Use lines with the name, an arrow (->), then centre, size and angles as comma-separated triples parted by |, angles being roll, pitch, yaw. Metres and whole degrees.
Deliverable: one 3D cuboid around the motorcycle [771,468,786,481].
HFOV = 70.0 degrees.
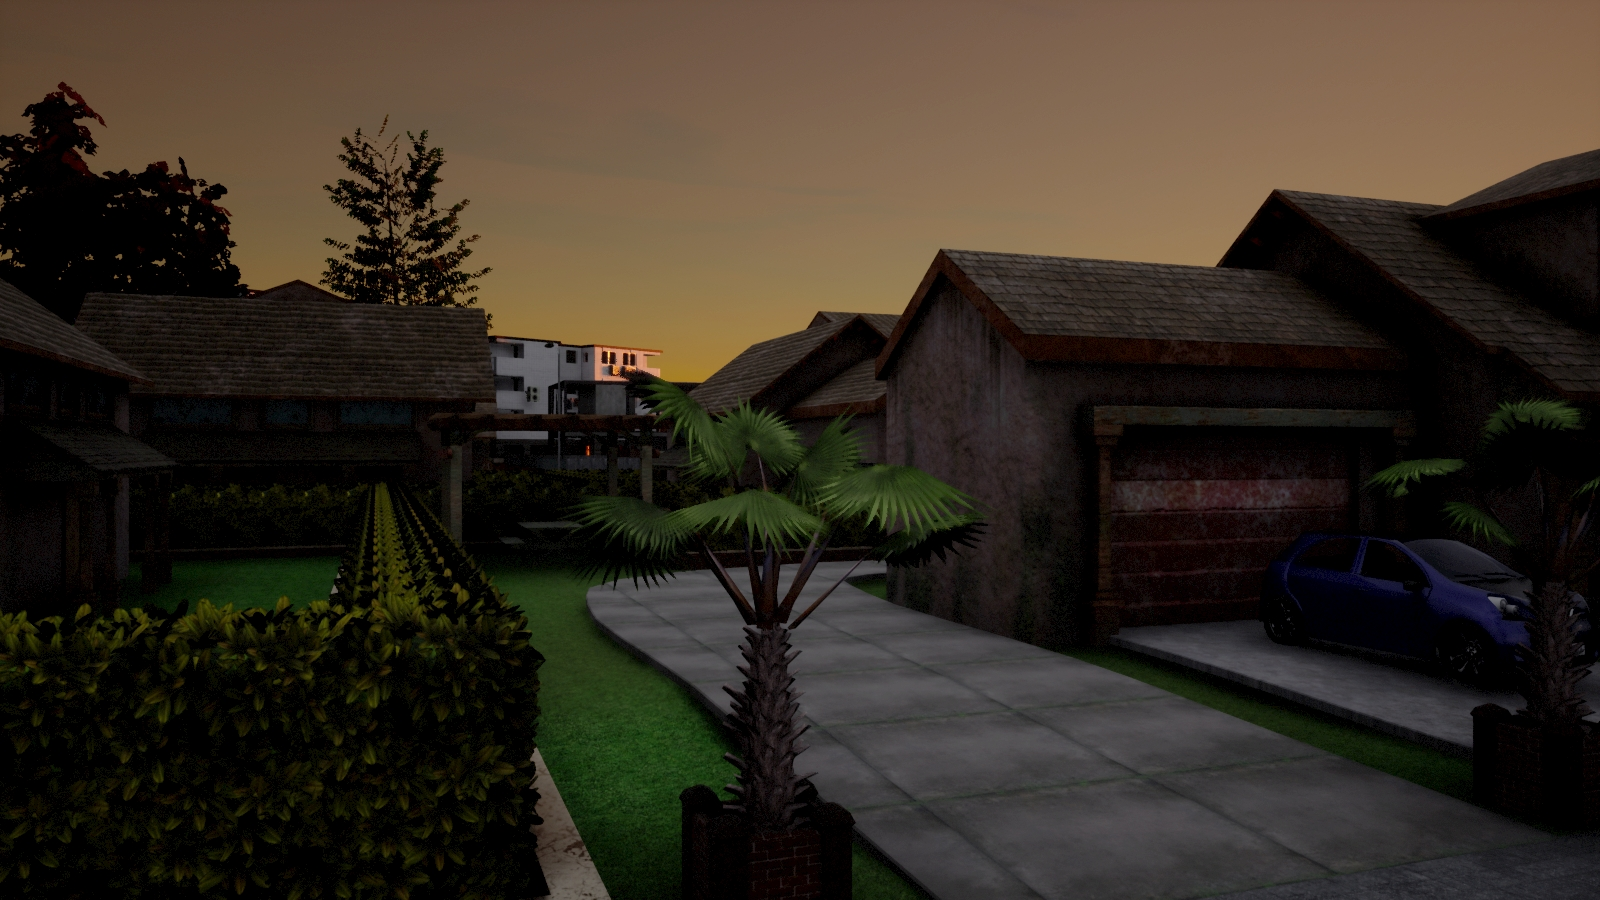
motorcycle -> -1.939, 2.199, 102.837 | 0.803, 1.199, 2.033 | 0, 0, -20
